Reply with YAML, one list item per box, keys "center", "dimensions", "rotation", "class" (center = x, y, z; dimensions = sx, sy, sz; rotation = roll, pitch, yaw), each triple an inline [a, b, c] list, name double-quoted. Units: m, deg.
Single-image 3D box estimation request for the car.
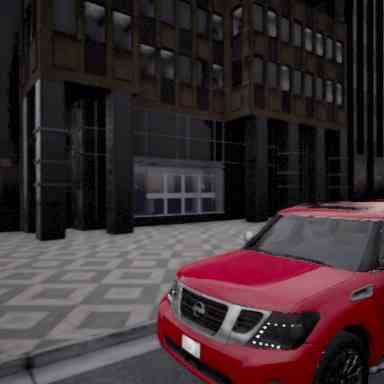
- center: [2.241, 1.197, 4.960]
  dimensions: [5.566, 2.045, 2.150]
  rotation: [0, 0, -35]
  class: "car"
